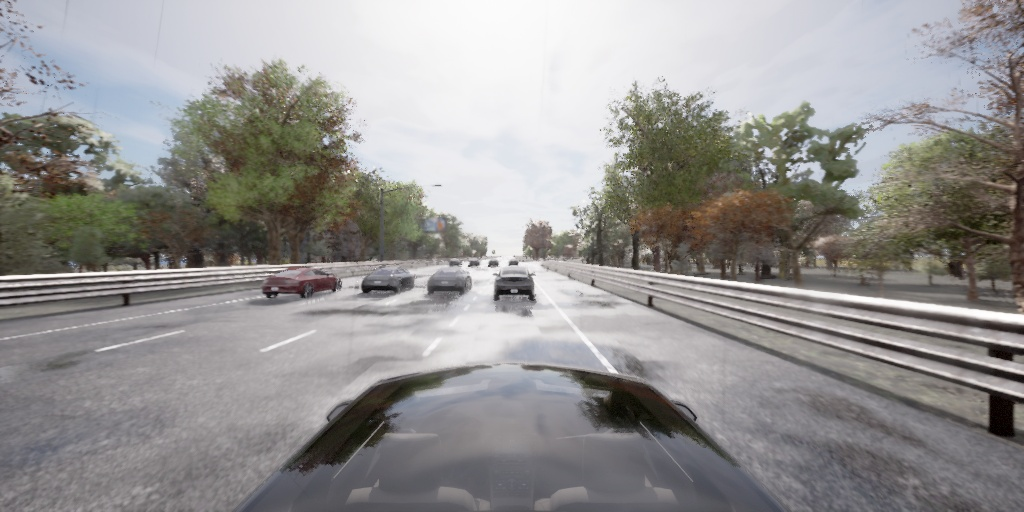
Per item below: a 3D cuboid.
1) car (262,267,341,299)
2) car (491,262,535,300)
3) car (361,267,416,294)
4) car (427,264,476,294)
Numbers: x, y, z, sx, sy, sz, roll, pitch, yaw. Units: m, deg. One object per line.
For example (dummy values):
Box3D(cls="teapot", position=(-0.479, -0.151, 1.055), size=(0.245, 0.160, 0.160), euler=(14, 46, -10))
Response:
Box3D(cls="car", position=(-10.399, 1.277, 18.027), size=(1.812, 1.442, 4.674), euler=(0, 0, 0))
Box3D(cls="car", position=(0.100, 1.257, 17.876), size=(1.837, 1.490, 4.892), euler=(0, 0, 0))
Box3D(cls="car", position=(-6.899, 1.316, 20.408), size=(1.994, 1.385, 4.181), euler=(0, 0, 0))
Box3D(cls="car", position=(-3.399, 1.316, 20.138), size=(1.994, 1.385, 4.181), euler=(0, 0, 0))
